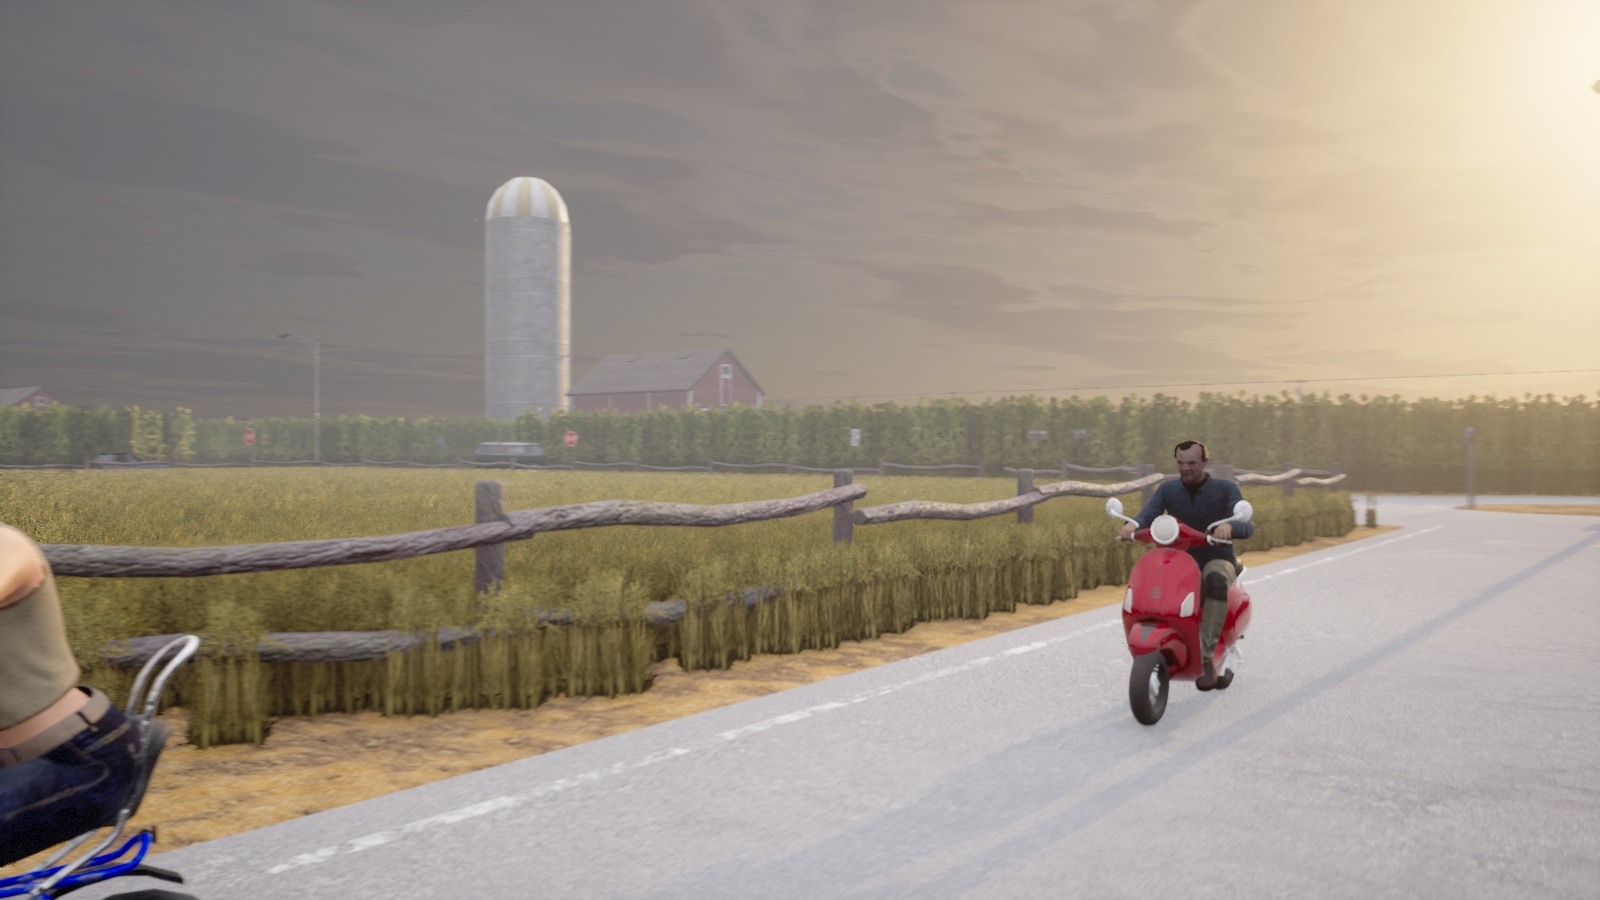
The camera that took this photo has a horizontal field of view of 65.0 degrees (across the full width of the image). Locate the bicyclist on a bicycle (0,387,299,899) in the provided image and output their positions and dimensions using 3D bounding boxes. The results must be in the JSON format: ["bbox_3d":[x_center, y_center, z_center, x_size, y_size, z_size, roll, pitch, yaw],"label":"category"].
[{"bbox_3d":[-1.873,0.699,2.384,1.509,1.612,0.866,0,0,-41],"label":"bicyclist on a bicycle"}]

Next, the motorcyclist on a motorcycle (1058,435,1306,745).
[{"bbox_3d":[2.312,0.723,7.439,0.866,1.590,1.817,0,0,35],"label":"motorcyclist on a motorcycle"}]

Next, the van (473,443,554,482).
[{"bbox_3d":[-15.171,0.644,66.371,4.442,1.987,1.775,0,0,39],"label":"van"}]

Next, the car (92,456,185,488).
[{"bbox_3d":[-32.792,1.061,62.267,1.845,1.501,3.633,0,0,39],"label":"car"}]
